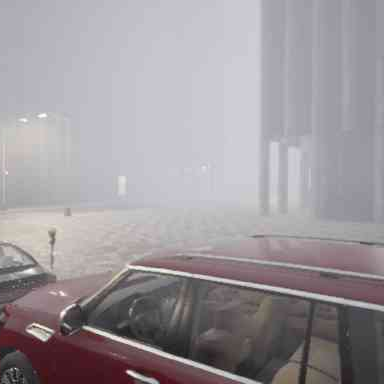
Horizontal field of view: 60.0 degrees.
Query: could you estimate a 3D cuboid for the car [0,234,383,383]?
[{"bbox_3d":[0.338,1.307,2.720,5.009,1.841,2.192,0,0,35],"label":"car"}]
